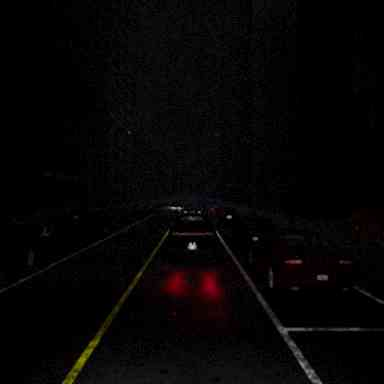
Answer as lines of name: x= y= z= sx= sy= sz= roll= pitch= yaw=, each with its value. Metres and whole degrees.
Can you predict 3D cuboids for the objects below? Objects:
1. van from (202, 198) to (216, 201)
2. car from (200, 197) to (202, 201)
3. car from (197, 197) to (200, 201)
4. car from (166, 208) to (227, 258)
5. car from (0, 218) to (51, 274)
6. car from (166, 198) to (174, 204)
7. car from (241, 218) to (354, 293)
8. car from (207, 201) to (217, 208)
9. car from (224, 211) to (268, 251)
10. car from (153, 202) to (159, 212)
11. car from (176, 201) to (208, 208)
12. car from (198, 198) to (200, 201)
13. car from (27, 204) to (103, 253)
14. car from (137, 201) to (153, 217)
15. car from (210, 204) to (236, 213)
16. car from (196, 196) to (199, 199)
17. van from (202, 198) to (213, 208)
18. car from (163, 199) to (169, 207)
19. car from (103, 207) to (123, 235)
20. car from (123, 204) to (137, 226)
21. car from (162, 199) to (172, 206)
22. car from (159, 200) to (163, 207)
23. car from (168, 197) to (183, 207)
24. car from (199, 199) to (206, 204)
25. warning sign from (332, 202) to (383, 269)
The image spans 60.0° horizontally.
van: x=2.707 y=1.860 z=48.425 sx=1.690 sy=1.788 sz=3.998 roll=1 pitch=-1 yaw=0
car: x=2.710 y=2.015 z=54.049 sx=1.967 sy=1.590 sz=4.097 roll=1 pitch=-1 yaw=0
car: x=2.722 y=2.344 z=76.546 sx=2.008 sy=1.369 sz=4.403 roll=1 pitch=-1 yaw=0
car: x=0.025 y=1.642 z=13.492 sx=2.128 sy=1.511 sz=4.902 roll=0 pitch=0 yaw=0
car: x=-5.844 y=1.646 z=9.056 sx=1.887 sy=1.381 sz=4.507 roll=1 pitch=-1 yaw=0
car: x=-5.796 y=2.421 z=87.624 sx=1.752 sy=1.417 sz=4.829 roll=1 pitch=-1 yaw=0
car: x=2.682 y=1.646 z=9.053 sx=1.887 sy=1.381 sz=4.507 roll=1 pitch=-1 yaw=0
car: x=2.698 y=1.985 z=37.175 sx=1.802 sy=1.307 sz=4.206 roll=1 pitch=-1 yaw=0
car: x=2.684 y=1.728 z=14.677 sx=1.947 sy=1.339 sz=4.313 roll=1 pitch=-1 yaw=0
car: x=-5.823 y=1.901 z=42.801 sx=1.967 sy=1.590 sz=4.097 roll=1 pitch=-1 yaw=0
car: x=0.034 y=1.804 z=28.500 sx=2.128 sy=1.511 sz=4.902 roll=0 pitch=0 yaw=0
car: x=2.715 y=2.236 z=65.297 sx=2.008 sy=1.369 sz=4.403 roll=1 pitch=-1 yaw=0
car: x=-5.838 y=1.477 z=14.682 sx=2.192 sy=1.841 sz=5.009 roll=1 pitch=-1 yaw=0
car: x=-5.827 y=1.948 z=37.177 sx=1.887 sy=1.381 sz=4.507 roll=1 pitch=-1 yaw=0
car: x=2.691 y=1.849 z=25.925 sx=1.947 sy=1.339 sz=4.313 roll=1 pitch=-1 yaw=0
car: x=2.733 y=2.493 z=93.419 sx=1.887 sy=1.381 sz=4.507 roll=1 pitch=-1 yaw=0
van: x=2.714 y=1.972 z=59.675 sx=1.690 sy=1.788 sz=3.998 roll=1 pitch=-1 yaw=0
car: x=-5.810 y=2.230 z=65.298 sx=1.887 sy=1.381 sz=4.507 roll=1 pitch=-1 yaw=0
car: x=-5.838 y=1.789 z=20.304 sx=1.947 sy=1.339 sz=4.313 roll=1 pitch=-1 yaw=0
car: x=-5.834 y=1.850 z=25.927 sx=1.947 sy=1.339 sz=4.313 roll=1 pitch=-1 yaw=0
car: x=-5.803 y=2.344 z=76.545 sx=2.008 sy=1.369 sz=4.403 roll=1 pitch=-1 yaw=0
car: x=-5.820 y=2.063 z=48.425 sx=1.887 sy=1.381 sz=4.507 roll=1 pitch=-1 yaw=0
car: x=-2.978 y=2.245 z=64.987 sx=1.994 sy=1.385 sz=4.181 roll=0 pitch=-1 yaw=0
car: x=2.729 y=2.442 z=87.794 sx=1.887 sy=1.381 sz=4.507 roll=1 pitch=-1 yaw=0
warning sign: x=5.065 y=1.226 z=9.898 sx=1.300 sy=1.860 sz=1.060 roll=-1 pitch=-1 yaw=0
